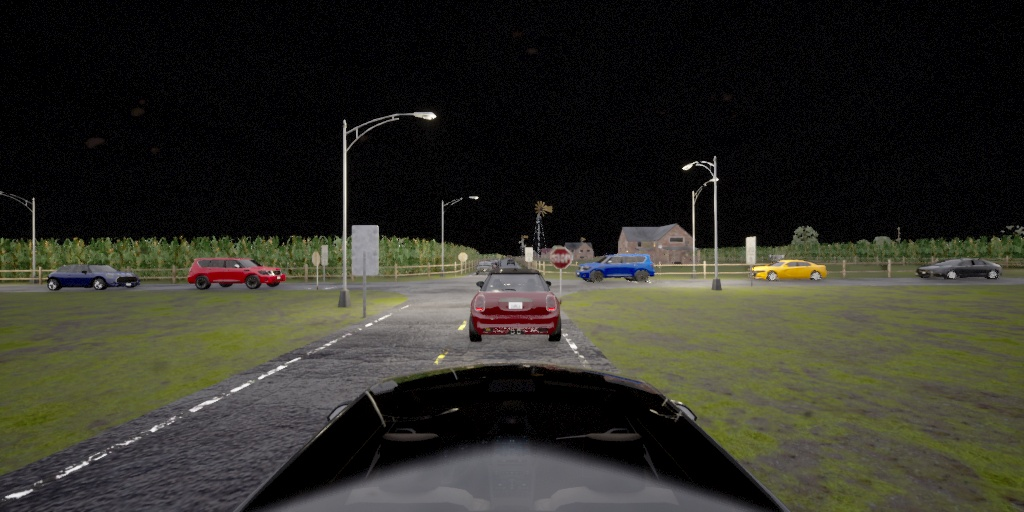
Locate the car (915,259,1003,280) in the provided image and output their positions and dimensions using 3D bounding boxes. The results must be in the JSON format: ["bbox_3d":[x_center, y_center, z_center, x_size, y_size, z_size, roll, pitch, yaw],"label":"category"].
[{"bbox_3d":[32.576,0.963,26.223,4.892,1.490,1.837,0,0,1],"label":"car"}]

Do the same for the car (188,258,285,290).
[{"bbox_3d":[-18.348,1.126,23.985,5.566,2.045,2.150,-1,0,1],"label":"car"}]

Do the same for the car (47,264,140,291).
[{"bbox_3d":[-28.002,1.345,24.119,4.553,1.767,2.097,-1,0,1],"label":"car"}]

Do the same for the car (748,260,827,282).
[{"bbox_3d":[20.159,1.046,26.399,5.008,1.535,1.882,0,0,1],"label":"car"}]

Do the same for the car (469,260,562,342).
[{"bbox_3d":[0.058,1.103,9.955,2.097,1.767,4.553,0,0,-1],"label":"car"}]

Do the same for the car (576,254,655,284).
[{"bbox_3d":[7.520,0.905,26.145,5.566,2.045,2.150,0,0,-5],"label":"car"}]
